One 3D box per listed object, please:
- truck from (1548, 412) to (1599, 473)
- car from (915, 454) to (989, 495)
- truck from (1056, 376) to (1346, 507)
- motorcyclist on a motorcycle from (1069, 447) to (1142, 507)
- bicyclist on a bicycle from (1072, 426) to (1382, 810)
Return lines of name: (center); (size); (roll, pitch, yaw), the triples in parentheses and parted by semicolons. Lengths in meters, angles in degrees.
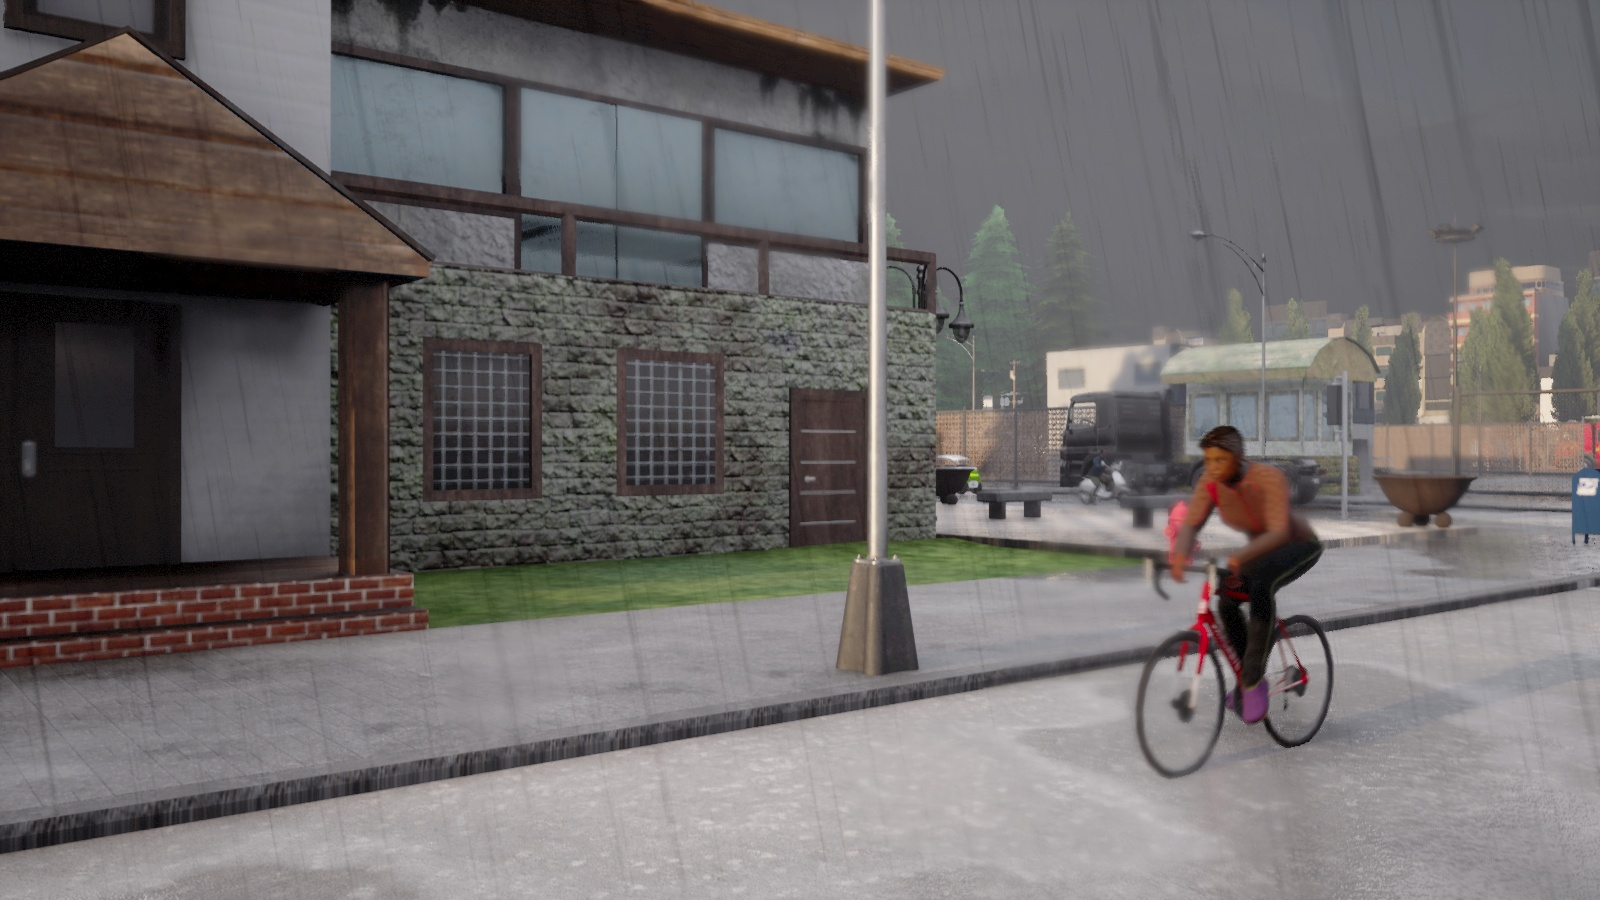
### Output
truck: (52.100, -0.453, 78.685); (2.891, 3.827, 8.468); (0, 0, -39)
car: (5.422, 0.855, 44.873); (1.481, 1.376, 2.207); (0, 0, -38)
truck: (11.577, -0.213, 37.091); (2.891, 3.462, 7.936); (0, 0, -37)
motorcyclist on a motorcycle: (8.416, 0.728, 34.659); (0.866, 1.590, 1.817); (0, 0, -38)
bicyclist on a bicycle: (2.081, 0.701, 6.024); (1.656, 1.620, 0.582); (-1, 0, -38)
